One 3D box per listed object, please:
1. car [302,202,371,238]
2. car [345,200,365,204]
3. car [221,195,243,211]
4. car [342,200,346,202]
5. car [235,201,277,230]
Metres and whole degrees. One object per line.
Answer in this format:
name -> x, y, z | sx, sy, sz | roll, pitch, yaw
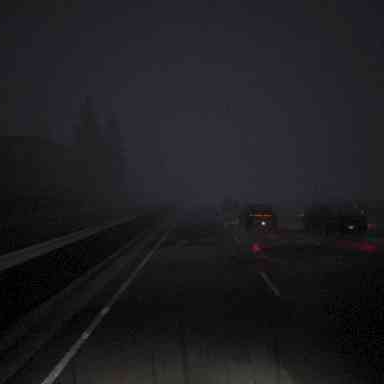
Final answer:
car -> 7.520, 1.496, 18.044 | 1.882, 1.535, 5.008 | 0, 0, 1
car -> 14.857, 1.532, 31.279 | 2.128, 1.511, 4.902 | 0, 0, 1
car -> 4.569, 1.462, 39.821 | 1.882, 1.535, 5.008 | 0, 0, 1
car -> 11.297, 1.590, 28.904 | 1.994, 1.385, 4.181 | 0, 0, 1
car -> 4.098, 1.504, 21.178 | 1.837, 1.490, 4.892 | 0, 0, 1
